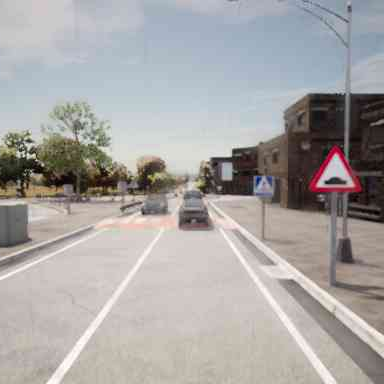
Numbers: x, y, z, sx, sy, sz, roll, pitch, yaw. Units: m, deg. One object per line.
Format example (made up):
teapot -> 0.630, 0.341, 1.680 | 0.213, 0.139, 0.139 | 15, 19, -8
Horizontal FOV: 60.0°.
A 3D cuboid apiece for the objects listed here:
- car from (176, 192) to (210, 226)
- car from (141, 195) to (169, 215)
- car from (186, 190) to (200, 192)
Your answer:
car -> 0.098, 1.167, 21.155 | 1.837, 1.490, 4.892 | 0, 5, 0
car -> -3.262, 1.062, 29.797 | 2.097, 1.767, 4.553 | 0, 1, 0
car -> 0.098, 0.813, 38.302 | 2.150, 2.045, 5.566 | 0, 1, 0
